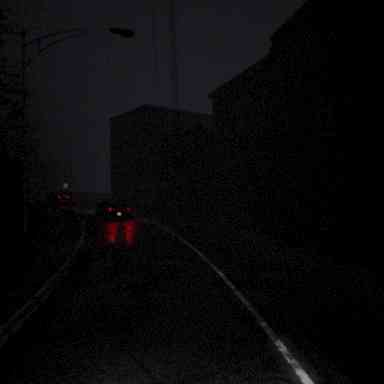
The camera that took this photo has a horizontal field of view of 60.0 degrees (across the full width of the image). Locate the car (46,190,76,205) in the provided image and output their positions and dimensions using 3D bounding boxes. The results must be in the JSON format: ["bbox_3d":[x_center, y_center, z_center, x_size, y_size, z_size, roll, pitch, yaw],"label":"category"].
[{"bbox_3d":[-15.016,0.527,38.022,2.097,1.767,4.553,-1,2,-40],"label":"car"}]

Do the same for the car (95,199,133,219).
[{"bbox_3d":[-5.780,1.124,24.148,1.895,1.301,4.718,-1,2,-25],"label":"car"}]
